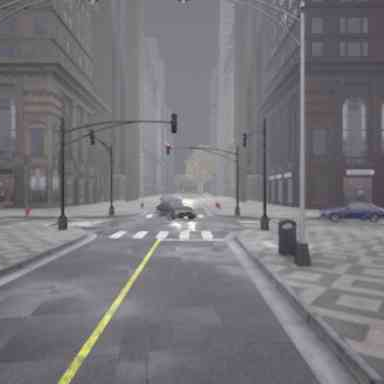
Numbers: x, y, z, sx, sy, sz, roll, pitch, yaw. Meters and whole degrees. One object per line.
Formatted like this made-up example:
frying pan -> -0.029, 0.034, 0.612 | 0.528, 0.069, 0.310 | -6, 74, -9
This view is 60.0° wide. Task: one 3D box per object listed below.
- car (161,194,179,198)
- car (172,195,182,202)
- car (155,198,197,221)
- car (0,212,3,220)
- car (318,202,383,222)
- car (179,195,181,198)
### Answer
car -> -3.109, 1.191, 40.835 | 2.097, 1.767, 4.553 | 0, 0, 0
car -> -3.021, 1.290, 66.652 | 1.812, 1.442, 4.674 | 0, 0, 0
car -> -1.466, 1.443, 26.553 | 2.033, 1.411, 5.357 | 0, 0, -23
car -> -14.847, 1.389, 21.615 | 4.674, 1.442, 1.812 | 0, 0, -1
car -> 11.872, 1.468, 24.822 | 4.674, 1.442, 1.812 | 0, 0, 2
car -> -3.081, 1.323, 54.272 | 1.812, 1.442, 4.674 | 0, 0, 0
